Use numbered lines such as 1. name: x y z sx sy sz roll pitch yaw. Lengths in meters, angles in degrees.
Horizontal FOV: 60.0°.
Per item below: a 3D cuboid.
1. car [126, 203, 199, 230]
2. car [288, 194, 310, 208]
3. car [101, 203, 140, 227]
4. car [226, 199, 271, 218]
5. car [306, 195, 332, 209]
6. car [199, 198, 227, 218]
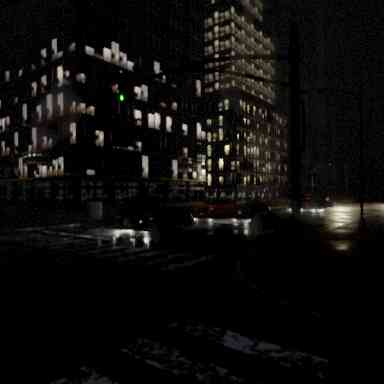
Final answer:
1. car: -1.795 1.590 21.176 1.994 1.385 4.181 -1 -1 38
2. car: 16.202 1.335 49.524 2.150 2.045 5.566 -1 -1 38
3. car: -4.056 1.546 23.567 1.882 1.535 5.008 -1 -1 38
4. car: 5.618 1.533 30.726 2.128 1.511 4.902 -1 -1 38
5. car: 18.412 1.558 47.076 2.128 1.511 4.902 -1 -1 38
6. car: 2.233 1.437 31.668 2.097 1.767 4.553 -1 -1 38
